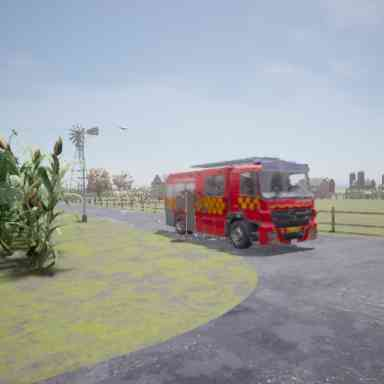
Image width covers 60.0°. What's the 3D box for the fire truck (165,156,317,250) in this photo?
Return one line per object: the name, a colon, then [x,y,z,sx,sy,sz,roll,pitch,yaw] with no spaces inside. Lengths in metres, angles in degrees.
fire truck: [1.698,0.382,16.059,2.891,3.827,8.468,-1,0,-30]
